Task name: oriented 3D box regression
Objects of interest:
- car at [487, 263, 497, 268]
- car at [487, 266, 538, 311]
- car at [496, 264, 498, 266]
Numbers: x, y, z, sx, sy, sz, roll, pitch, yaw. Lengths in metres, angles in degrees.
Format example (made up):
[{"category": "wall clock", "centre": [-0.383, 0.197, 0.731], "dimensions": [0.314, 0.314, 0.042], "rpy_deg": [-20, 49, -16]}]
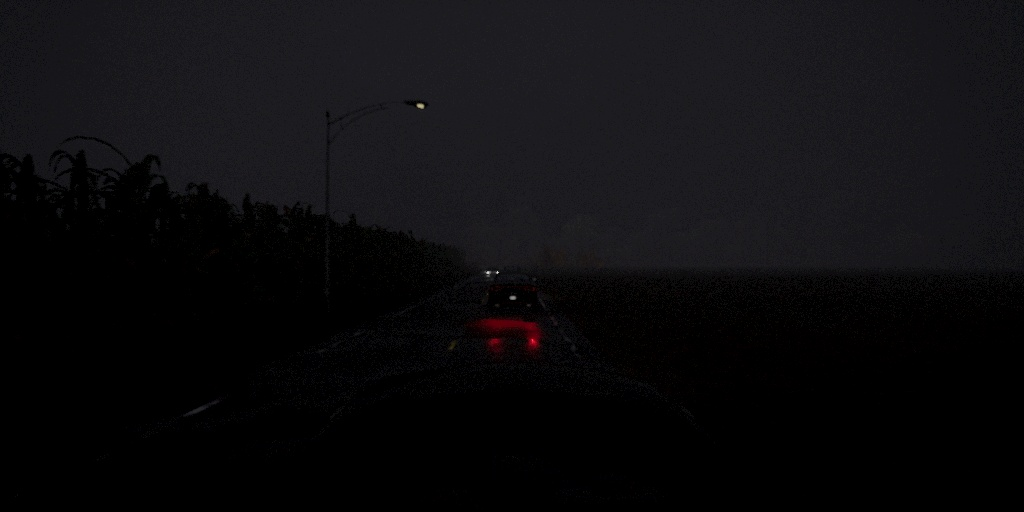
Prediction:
[{"category": "car", "centre": [-3.178, 1.820, 59.647], "dimensions": [1.812, 1.442, 4.674], "rpy_deg": [0, 0, -2]}, {"category": "car", "centre": [0.048, 1.362, 15.331], "dimensions": [1.882, 1.535, 5.008], "rpy_deg": [0, 0, 0]}, {"category": "car", "centre": [0.035, 1.511, 29.128], "dimensions": [2.128, 1.511, 4.902], "rpy_deg": [0, 0, 0]}]
